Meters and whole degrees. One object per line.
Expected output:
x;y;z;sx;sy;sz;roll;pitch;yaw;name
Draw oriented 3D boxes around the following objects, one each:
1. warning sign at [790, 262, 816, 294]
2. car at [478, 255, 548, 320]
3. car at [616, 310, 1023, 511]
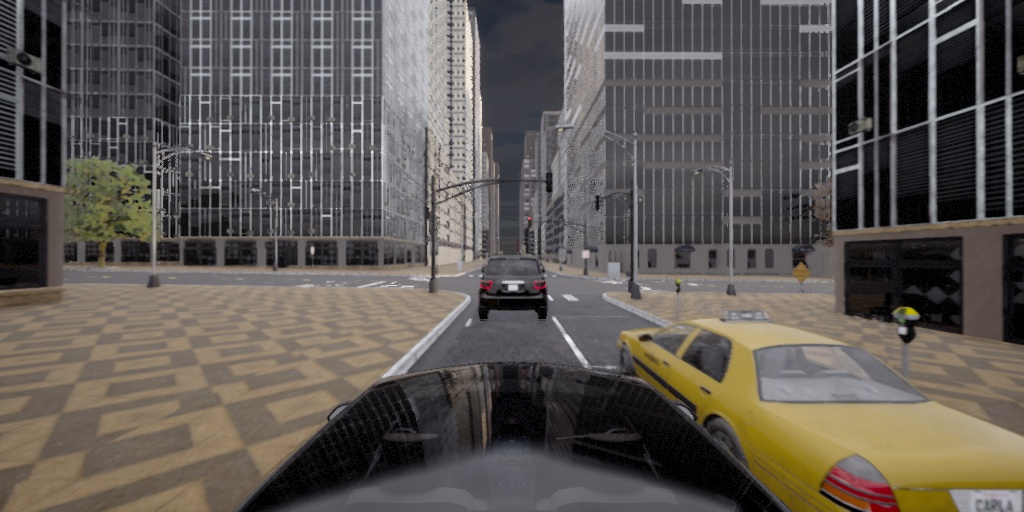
17.252;1.284;21.362;1.060;1.860;1.300;0;0;-3;warning sign
0.032;1.014;12.884;2.150;2.045;5.566;0;0;0;car
2.564;1.285;4.206;1.751;1.417;4.829;0;0;0;car
